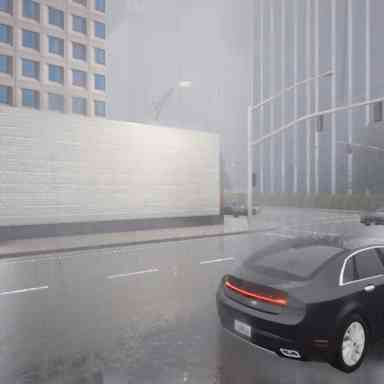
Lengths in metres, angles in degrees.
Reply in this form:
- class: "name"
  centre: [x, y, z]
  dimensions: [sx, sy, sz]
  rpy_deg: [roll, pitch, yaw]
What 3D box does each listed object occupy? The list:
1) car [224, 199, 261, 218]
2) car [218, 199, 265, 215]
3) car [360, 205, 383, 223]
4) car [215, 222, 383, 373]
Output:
- class: "car"
  centre: [3.592, 1.603, 31.555]
  dimensions: [2.033, 1.411, 5.357]
  rpy_deg: [0, 0, -36]
- class: "car"
  centre: [5.157, 1.547, 35.386]
  dimensions: [2.128, 1.511, 4.902]
  rpy_deg: [0, 0, -36]
- class: "car"
  centre: [13.327, 1.576, 22.091]
  dimensions: [5.357, 1.411, 2.033]
  rpy_deg: [0, 0, -35]
- class: "car"
  centre: [2.636, 1.505, 5.676]
  dimensions: [4.892, 1.490, 1.837]
  rpy_deg: [0, 0, -35]
